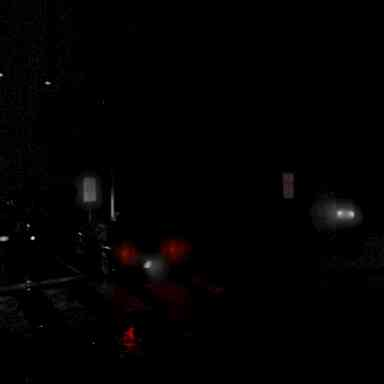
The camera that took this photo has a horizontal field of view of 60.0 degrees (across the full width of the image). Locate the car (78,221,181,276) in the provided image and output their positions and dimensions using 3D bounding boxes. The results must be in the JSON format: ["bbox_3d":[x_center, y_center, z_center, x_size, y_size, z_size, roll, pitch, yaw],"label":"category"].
[{"bbox_3d":[-2.218,1.562,10.405,1.895,1.301,4.718,0,0,-30],"label":"car"}]

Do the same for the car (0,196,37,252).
[{"bbox_3d":[-7.799,1.181,13.209,2.150,2.045,5.566,0,0,-36],"label":"car"}]
